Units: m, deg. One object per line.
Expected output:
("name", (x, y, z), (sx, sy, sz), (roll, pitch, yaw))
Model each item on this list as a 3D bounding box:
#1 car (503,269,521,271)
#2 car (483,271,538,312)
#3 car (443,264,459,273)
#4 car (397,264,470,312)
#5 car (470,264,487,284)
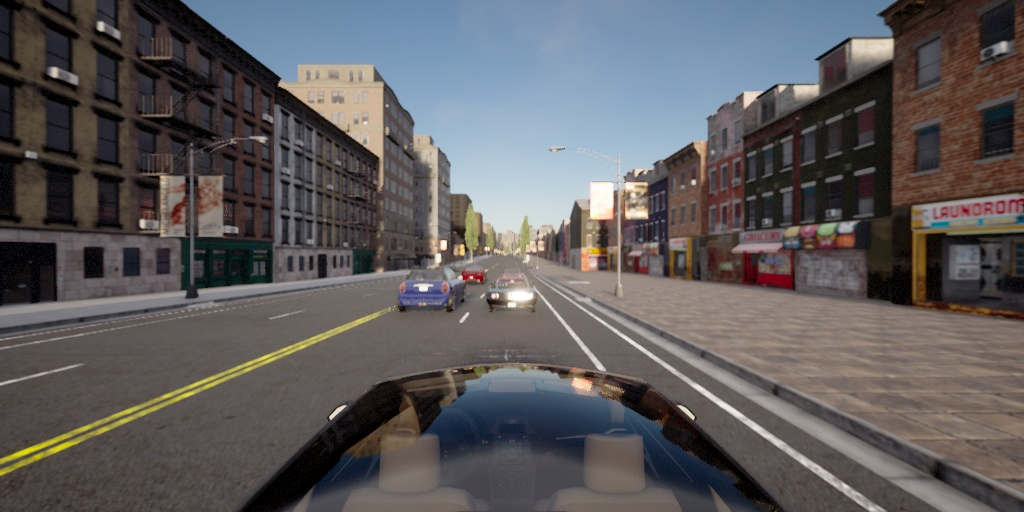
("car", (0.015, 1.707, 30.115), (1.895, 1.301, 4.718), (0, -1, 0))
("car", (0.016, 1.498, 15.100), (1.895, 1.301, 4.718), (0, -1, 0))
("car", (-9.828, 1.990, 57.984), (1.994, 1.385, 4.181), (0, 0, 0))
("car", (-3.230, 1.250, 15.270), (2.097, 1.767, 4.553), (0, -1, 0))
("car", (-3.224, 1.597, 31.105), (1.882, 1.535, 5.008), (0, -1, 1))
